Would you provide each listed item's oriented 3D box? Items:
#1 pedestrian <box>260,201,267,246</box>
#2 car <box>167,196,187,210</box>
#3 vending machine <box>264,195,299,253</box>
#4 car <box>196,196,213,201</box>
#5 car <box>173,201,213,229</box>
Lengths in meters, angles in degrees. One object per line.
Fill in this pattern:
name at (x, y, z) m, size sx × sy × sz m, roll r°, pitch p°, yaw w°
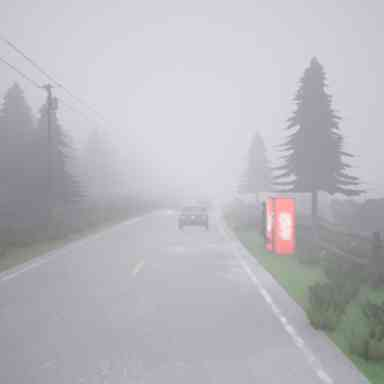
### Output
pedestrian at (2.962, 1.276, 13.591) m, size 0.375 × 1.860 × 0.375 m, roll 0°, pitch 0°, yaw 1°
car at (-1.702, 1.292, 41.295) m, size 2.097 × 1.767 × 4.553 m, roll 0°, pitch 0°, yaw 6°
vending machine at (3.364, 1.179, 12.597) m, size 1.100 × 2.100 × 0.880 m, roll 0°, pitch 0°, yaw 0°
car at (1.545, 1.308, 41.432) m, size 2.097 × 1.767 × 4.553 m, roll 0°, pitch 0°, yaw 6°
car at (0.188, 1.531, 21.594) m, size 2.033 × 1.411 × 5.357 m, roll 0°, pitch 0°, yaw 3°
